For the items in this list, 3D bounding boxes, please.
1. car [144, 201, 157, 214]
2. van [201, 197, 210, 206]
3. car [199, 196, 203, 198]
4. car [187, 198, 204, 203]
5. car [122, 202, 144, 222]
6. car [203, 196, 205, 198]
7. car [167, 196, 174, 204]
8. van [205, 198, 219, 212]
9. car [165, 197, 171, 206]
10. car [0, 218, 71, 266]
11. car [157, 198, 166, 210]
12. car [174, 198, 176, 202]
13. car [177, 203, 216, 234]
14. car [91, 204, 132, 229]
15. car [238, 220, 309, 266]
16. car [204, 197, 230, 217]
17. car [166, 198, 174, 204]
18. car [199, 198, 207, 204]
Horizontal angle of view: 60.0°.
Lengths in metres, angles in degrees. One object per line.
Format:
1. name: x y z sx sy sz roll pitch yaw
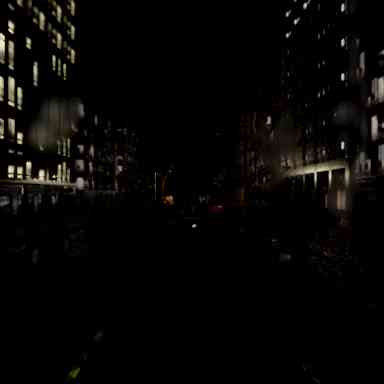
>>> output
1. car: -5.650 1.853 39.935 1.752 1.417 4.829 -1 0 0
2. van: 2.762 1.900 68.513 1.690 1.788 3.998 -1 0 0
3. car: 2.756 1.954 62.829 1.967 1.590 4.097 -1 0 0
4. car: 0.149 1.797 38.813 1.882 1.535 5.008 0 0 0
5. car: -5.665 1.677 28.738 1.967 1.590 4.097 -1 0 0
6. car: 2.728 1.645 40.097 2.192 1.841 5.009 -1 0 0
7. car: -5.610 2.044 74.206 1.967 1.590 4.097 -1 0 0
8. van: 2.735 1.717 45.780 1.690 1.788 3.998 -1 0 0
9. car: -5.623 2.064 62.838 2.008 1.369 4.403 -1 0 0
10. car: -5.684 1.648 11.687 2.008 1.369 4.403 -1 0 0
11. car: -5.637 1.987 51.471 1.947 1.339 4.313 -1 0 0
12. car: -5.605 1.964 79.891 2.192 1.841 5.009 -1 0 0
13. car: 0.125 1.661 20.548 2.128 1.511 4.902 0 0 0
14. car: -5.670 1.772 23.053 1.802 1.307 4.206 -1 0 0
15. car: 2.697 1.648 11.677 2.008 1.369 4.403 -1 0 0
16. car: 2.721 1.599 34.413 2.192 1.841 5.009 -1 0 0
17. car: -5.596 2.277 85.572 1.802 1.307 4.206 -1 0 0
18. car: 2.785 2.246 85.562 2.008 1.369 4.403 -1 0 0
